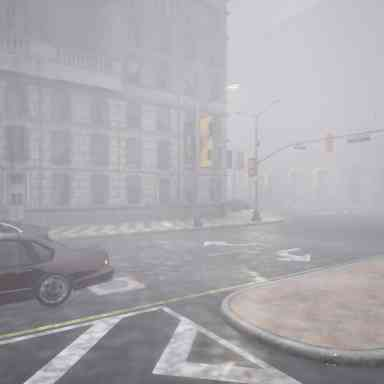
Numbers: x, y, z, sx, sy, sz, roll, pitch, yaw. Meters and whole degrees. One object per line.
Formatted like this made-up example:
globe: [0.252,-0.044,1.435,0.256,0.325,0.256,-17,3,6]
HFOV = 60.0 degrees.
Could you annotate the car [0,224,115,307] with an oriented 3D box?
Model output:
car: [-4.286,1.547,6.480,5.357,1.411,2.033,0,0,-34]

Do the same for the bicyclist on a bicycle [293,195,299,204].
bicyclist on a bicycle: [17.913,1.300,57.126,1.656,1.620,0.582,0,0,-35]

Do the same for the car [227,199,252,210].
car: [5.737,1.564,43.157,1.994,1.385,4.181,0,0,-35]

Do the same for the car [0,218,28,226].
car: [-6.476,1.492,9.263,4.902,1.511,2.128,0,0,-37]
